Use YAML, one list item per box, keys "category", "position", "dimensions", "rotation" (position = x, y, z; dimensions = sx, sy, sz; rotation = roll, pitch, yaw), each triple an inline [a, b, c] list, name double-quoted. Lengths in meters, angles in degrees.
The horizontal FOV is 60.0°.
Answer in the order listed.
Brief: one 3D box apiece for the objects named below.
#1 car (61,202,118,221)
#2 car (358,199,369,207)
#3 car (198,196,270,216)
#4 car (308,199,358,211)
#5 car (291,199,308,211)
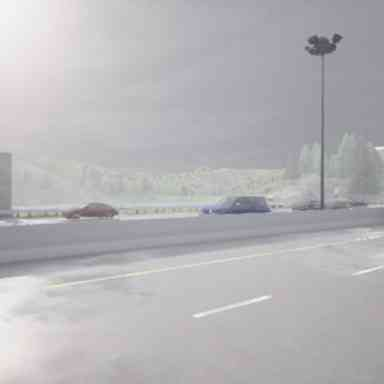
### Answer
- category: "car"
  position: [-8.532, 1.581, 27.997]
  dimensions: [4.674, 1.442, 1.812]
  rotation: [0, 0, -35]
- category: "car"
  position: [25.761, 1.801, 52.397]
  dimensions: [4.718, 1.301, 1.895]
  rotation: [0, 0, -35]
- category: "car"
  position: [3.075, 1.291, 23.381]
  dimensions: [5.566, 2.045, 2.150]
  rotation: [0, 0, -35]
- category: "car"
  position: [15.515, 1.681, 36.549]
  dimensions: [5.357, 1.411, 2.033]
  rotation: [0, 0, -35]
- category: "car"
  position: [13.924, 1.644, 39.704]
  dimensions: [4.892, 1.490, 1.837]
  rotation: [0, 0, -35]
